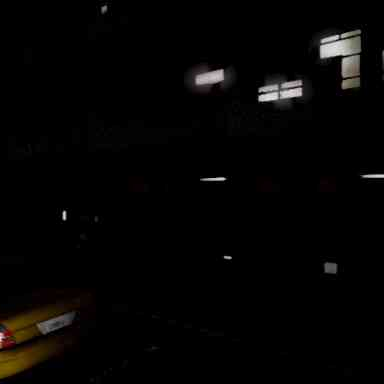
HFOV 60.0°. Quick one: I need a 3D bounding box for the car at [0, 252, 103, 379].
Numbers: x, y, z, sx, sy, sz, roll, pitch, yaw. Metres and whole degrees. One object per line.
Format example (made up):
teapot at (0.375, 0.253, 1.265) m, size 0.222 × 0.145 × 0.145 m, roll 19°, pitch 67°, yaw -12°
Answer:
car at (-3.508, 1.565, 5.363) m, size 4.829 × 1.417 × 1.752 m, roll 0°, pitch 0°, yaw 36°
